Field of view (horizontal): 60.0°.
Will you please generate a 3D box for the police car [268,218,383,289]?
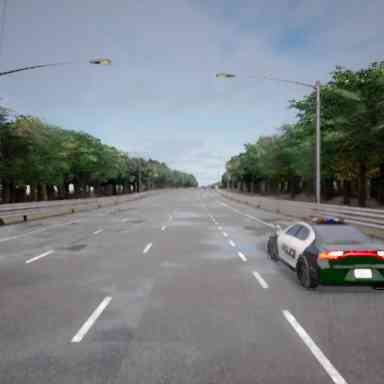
[{"bbox_3d":[3.509,1.488,9.240,2.038,1.542,4.974,0,0,0],"label":"police car"}]
